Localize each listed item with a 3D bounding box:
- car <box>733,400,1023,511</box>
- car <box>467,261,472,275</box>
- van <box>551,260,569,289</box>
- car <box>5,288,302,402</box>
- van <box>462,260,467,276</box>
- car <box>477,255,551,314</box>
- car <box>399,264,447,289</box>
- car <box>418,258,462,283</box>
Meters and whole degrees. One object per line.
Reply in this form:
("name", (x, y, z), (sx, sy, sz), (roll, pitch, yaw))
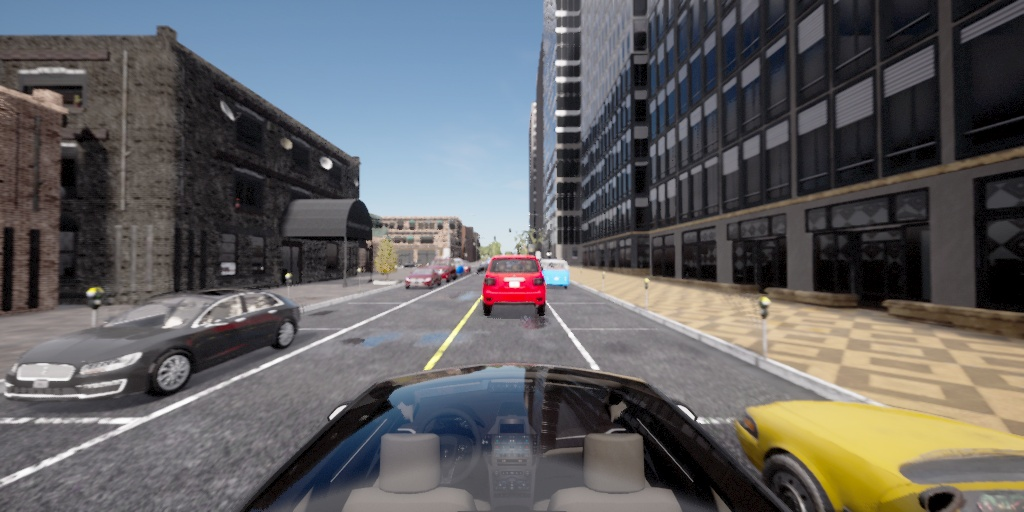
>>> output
("car", (2.658, 1.274, 0.978), (1.751, 1.417, 4.829), (0, 0, 0))
("car", (-5.685, 1.271, 40.372), (1.967, 1.591, 4.097), (0, 0, 0))
("van", (2.661, 1.136, 23.384), (1.690, 1.789, 3.998), (0, 0, 0))
("car", (-5.689, 1.310, 6.508), (2.007, 1.370, 4.403), (0, 0, 0))
("van", (-5.686, 1.160, 34.728), (1.690, 1.789, 3.998), (0, 0, 0))
("car", (0.085, 0.995, 13.967), (2.150, 2.045, 5.566), (0, 0, 0))
("car", (-5.687, 1.377, 23.440), (1.802, 1.307, 4.207), (0, 0, 0))
("car", (-5.686, 1.122, 29.084), (2.192, 1.841, 5.009), (0, 0, 0))
